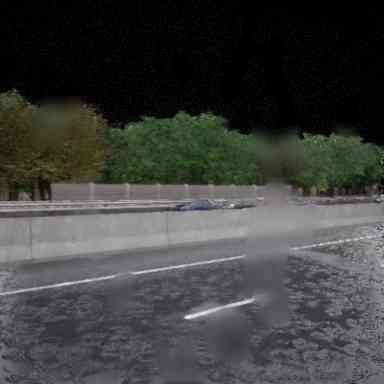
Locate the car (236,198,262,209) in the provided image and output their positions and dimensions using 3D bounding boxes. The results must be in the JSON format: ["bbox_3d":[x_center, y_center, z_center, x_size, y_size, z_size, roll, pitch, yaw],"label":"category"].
[{"bbox_3d":[6.435,1.563,30.076,4.181,1.385,1.994,0,0,-35],"label":"car"}]

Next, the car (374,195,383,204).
[{"bbox_3d":[33.594,1.337,57.969,4.902,1.511,2.128,-1,0,-35],"label":"car"}]

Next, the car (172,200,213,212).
[{"bbox_3d":[0.584,1.549,34.508,5.357,1.411,2.033,0,0,-35],"label":"car"}]

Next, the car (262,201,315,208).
[{"bbox_3d":[8.333,1.506,27.132,4.892,1.490,1.837,0,0,-35],"label":"car"}]

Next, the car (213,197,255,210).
[{"bbox_3d":[4.830,1.349,33.227,4.553,1.767,2.097,0,0,-35],"label":"car"}]
